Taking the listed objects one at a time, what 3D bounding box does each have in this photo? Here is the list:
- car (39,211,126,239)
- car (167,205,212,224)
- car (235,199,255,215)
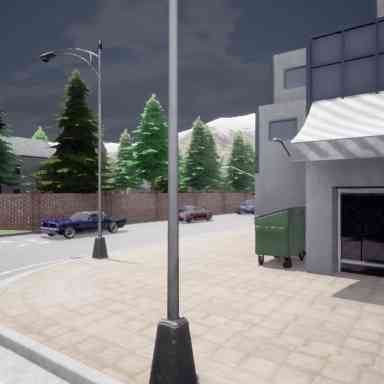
[{"bbox_3d":[-6.100,1.777,18.949,1.895,1.301,4.718,0,0,37],"label":"car"},{"bbox_3d":[-0.118,1.740,27.015,1.994,1.385,4.181,0,0,37],"label":"car"},{"bbox_3d":[6.479,1.528,35.913,2.097,1.767,4.553,0,0,37],"label":"car"}]
